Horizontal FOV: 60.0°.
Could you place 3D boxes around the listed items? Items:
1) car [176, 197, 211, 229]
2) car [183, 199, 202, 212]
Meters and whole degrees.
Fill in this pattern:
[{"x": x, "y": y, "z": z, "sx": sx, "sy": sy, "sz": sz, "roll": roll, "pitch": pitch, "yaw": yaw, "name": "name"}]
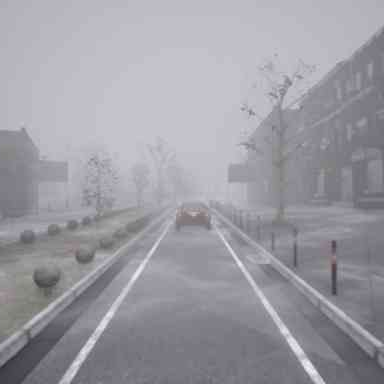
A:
[{"x": 0.089, "y": 1.343, "z": 21.369, "sx": 2.097, "sy": 1.767, "sz": 4.553, "roll": 0, "pitch": 0, "yaw": 0, "name": "car"}, {"x": 0.081, "y": 1.530, "z": 39.023, "sx": 2.033, "sy": 1.411, "sz": 5.357, "roll": 0, "pitch": 0, "yaw": 0, "name": "car"}]
